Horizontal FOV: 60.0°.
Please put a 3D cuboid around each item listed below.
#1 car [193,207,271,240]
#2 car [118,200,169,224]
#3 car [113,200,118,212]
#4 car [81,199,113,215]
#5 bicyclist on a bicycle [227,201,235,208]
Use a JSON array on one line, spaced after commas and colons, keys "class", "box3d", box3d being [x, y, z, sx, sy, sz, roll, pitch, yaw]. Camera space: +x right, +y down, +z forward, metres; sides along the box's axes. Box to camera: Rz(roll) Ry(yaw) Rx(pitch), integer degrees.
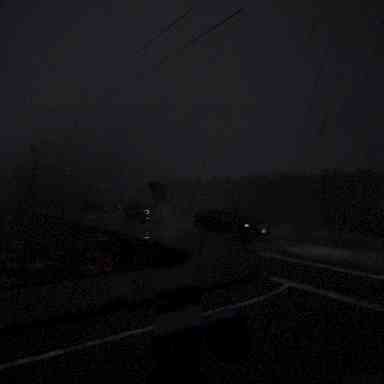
[{"class": "car", "box3d": [1.993, 1.577, 17.668, 2.128, 1.511, 4.902, 0, 0, -35]}, {"class": "car", "box3d": [-3.650, 1.439, 25.856, 2.097, 1.767, 4.553, 0, 0, -35]}, {"class": "car", "box3d": [-9.050, 1.655, 40.162, 2.033, 1.411, 5.357, 0, 0, -32]}, {"class": "car", "box3d": [-10.639, 1.588, 36.045, 1.837, 1.490, 4.892, 0, 2, -34]}, {"class": "bicyclist on a bicycle", "box3d": [3.254, 1.565, 28.331, 1.656, 1.620, 0.582, -1, 0, -35]}]
